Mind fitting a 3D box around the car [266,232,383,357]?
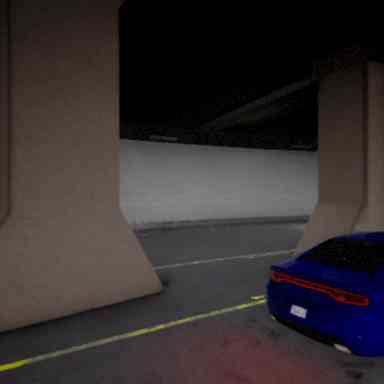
[{"bbox_3d":[3.538,1.433,5.737,5.008,1.535,1.882,0,0,-31],"label":"car"}]
